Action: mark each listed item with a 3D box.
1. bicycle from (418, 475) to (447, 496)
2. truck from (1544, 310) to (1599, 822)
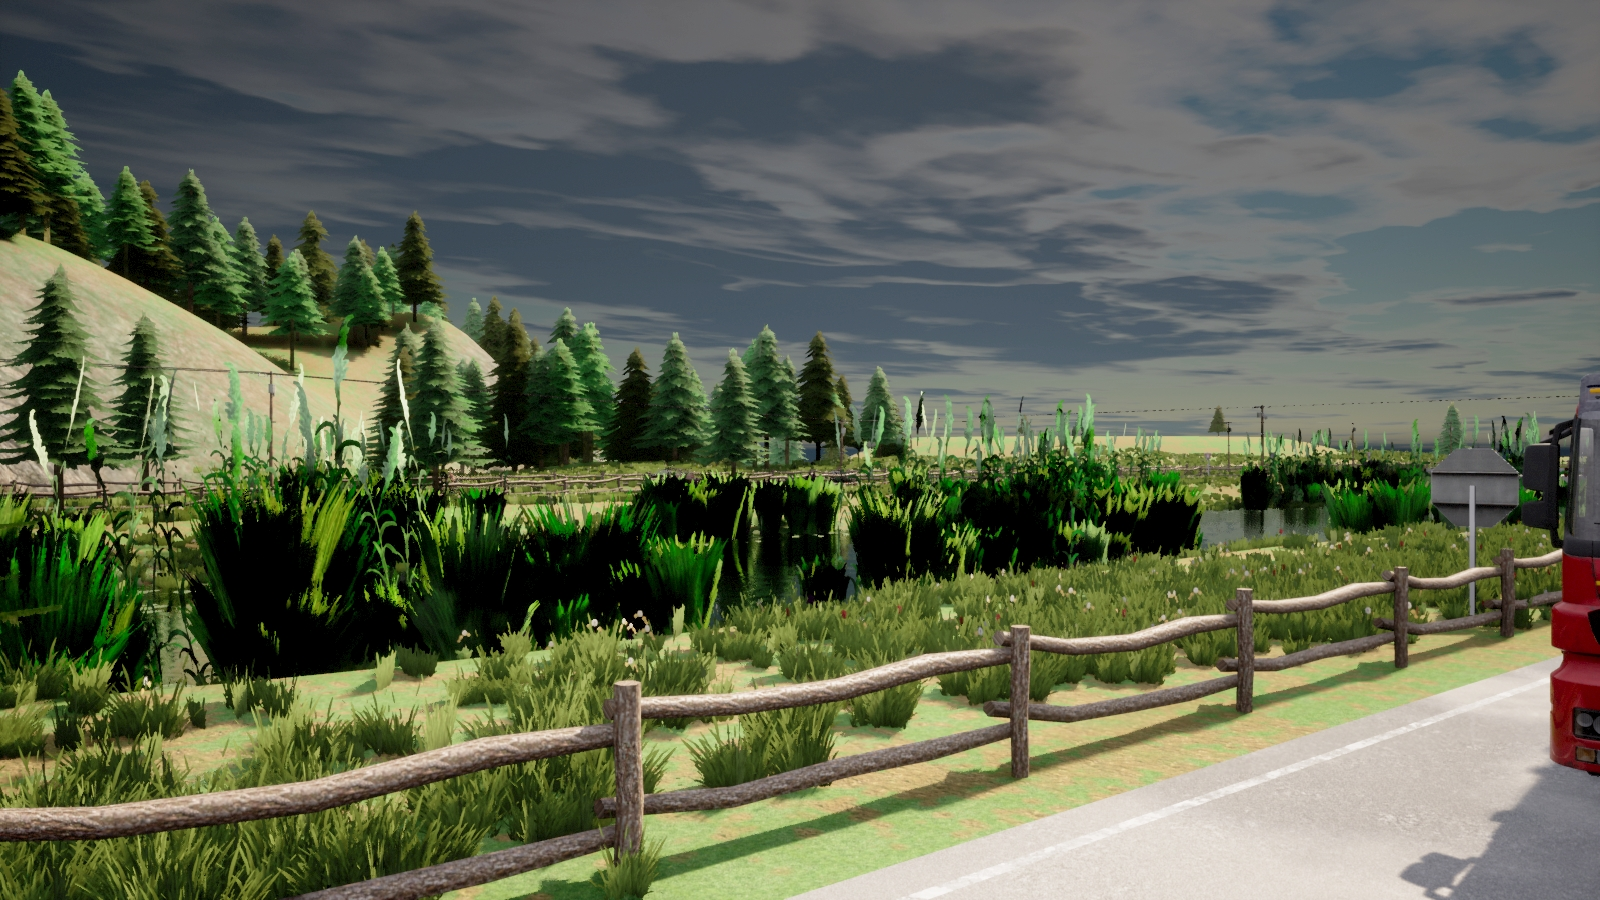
[{"bbox_3d":[-22.380,2.158,69.601,0.859,1.276,1.487,0,0,45],"label":"bicycle"},{"bbox_3d":[9.599,0.862,10.977,2.891,3.827,8.468,0,0,41],"label":"truck"}]
